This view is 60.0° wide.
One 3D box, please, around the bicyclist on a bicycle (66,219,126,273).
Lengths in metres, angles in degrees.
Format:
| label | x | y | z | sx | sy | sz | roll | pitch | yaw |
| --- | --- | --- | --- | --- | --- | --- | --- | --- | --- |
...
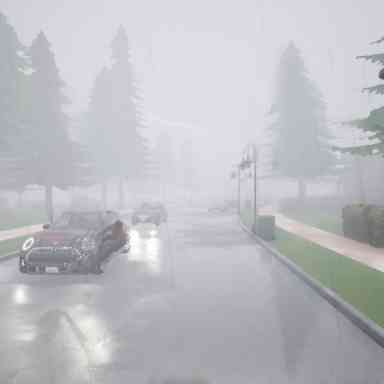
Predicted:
| label | x | y | z | sx | sy | sz | roll | pitch | yaw |
| --- | --- | --- | --- | --- | --- | --- | --- | --- | --- |
| bicyclist on a bicycle | -2.133 | 1.309 | 8.115 | 0.582 | 1.620 | 1.656 | 46 | 13 | 22 |

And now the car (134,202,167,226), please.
| label | x | y | z | sx | sy | sz | roll | pitch | yaw |
| --- | --- | --- | --- | --- | --- | --- | --- | --- | --- |
| car | -2.903 | 1.492 | 23.266 | 2.128 | 1.511 | 4.902 | 0 | 0 | 4 |

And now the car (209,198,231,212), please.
| label | x | y | z | sx | sy | sz | roll | pitch | yaw |
| --- | --- | --- | --- | --- | --- | --- | --- | --- | --- |
| car | 3.162 | 1.525 | 39.298 | 1.812 | 1.442 | 4.674 | 0 | 0 | 13 |

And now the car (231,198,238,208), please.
| label | x | y | z | sx | sy | sz | roll | pitch | yaw |
| --- | --- | --- | --- | --- | --- | --- | --- | --- | --- |
| car | 5.750 | 1.564 | 49.076 | 1.994 | 1.385 | 4.181 | 0 | 0 | 18 |

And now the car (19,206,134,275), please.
| label | x | y | z | sx | sy | sz | roll | pitch | yaw |
| --- | --- | --- | --- | --- | --- | --- | --- | --- | --- |
| car | -3.422 | 1.352 | 10.512 | 2.097 | 1.767 | 4.553 | 0 | 0 | 2 |
